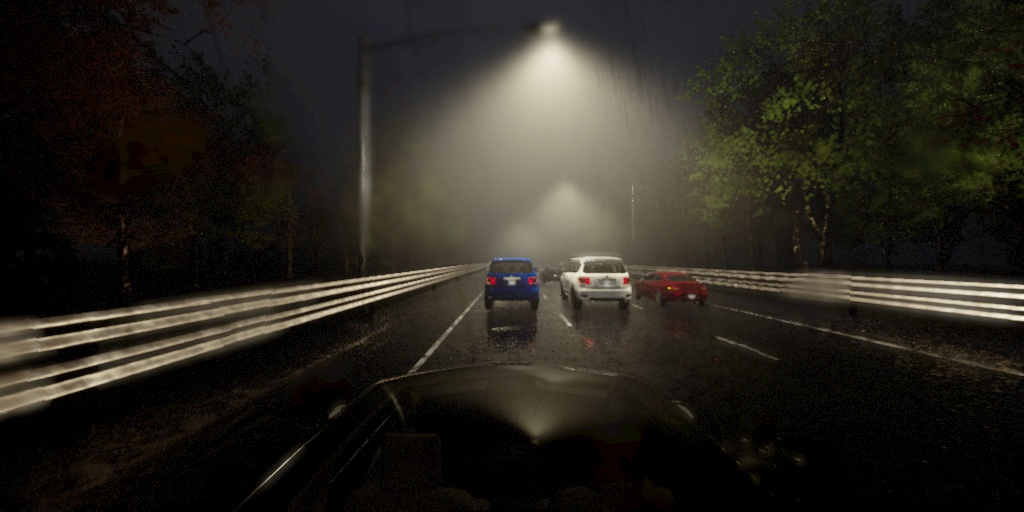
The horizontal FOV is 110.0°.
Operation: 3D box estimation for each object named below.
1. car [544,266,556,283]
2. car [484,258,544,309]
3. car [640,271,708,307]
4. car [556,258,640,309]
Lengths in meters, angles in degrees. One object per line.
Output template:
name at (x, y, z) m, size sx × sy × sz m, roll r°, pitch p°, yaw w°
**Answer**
car at (3.497, 1.586, 31.148) m, size 1.994 × 1.385 × 4.181 m, roll 0°, pitch 0°, yaw 0°
car at (-0.003, 1.099, 15.881) m, size 2.150 × 2.045 × 5.566 m, roll 0°, pitch 0°, yaw 0°
car at (7.000, 1.411, 16.254) m, size 1.812 × 1.442 × 4.674 m, roll 0°, pitch 0°, yaw 0°
car at (3.497, 1.099, 15.872) m, size 2.150 × 2.045 × 5.566 m, roll 0°, pitch 0°, yaw 0°
